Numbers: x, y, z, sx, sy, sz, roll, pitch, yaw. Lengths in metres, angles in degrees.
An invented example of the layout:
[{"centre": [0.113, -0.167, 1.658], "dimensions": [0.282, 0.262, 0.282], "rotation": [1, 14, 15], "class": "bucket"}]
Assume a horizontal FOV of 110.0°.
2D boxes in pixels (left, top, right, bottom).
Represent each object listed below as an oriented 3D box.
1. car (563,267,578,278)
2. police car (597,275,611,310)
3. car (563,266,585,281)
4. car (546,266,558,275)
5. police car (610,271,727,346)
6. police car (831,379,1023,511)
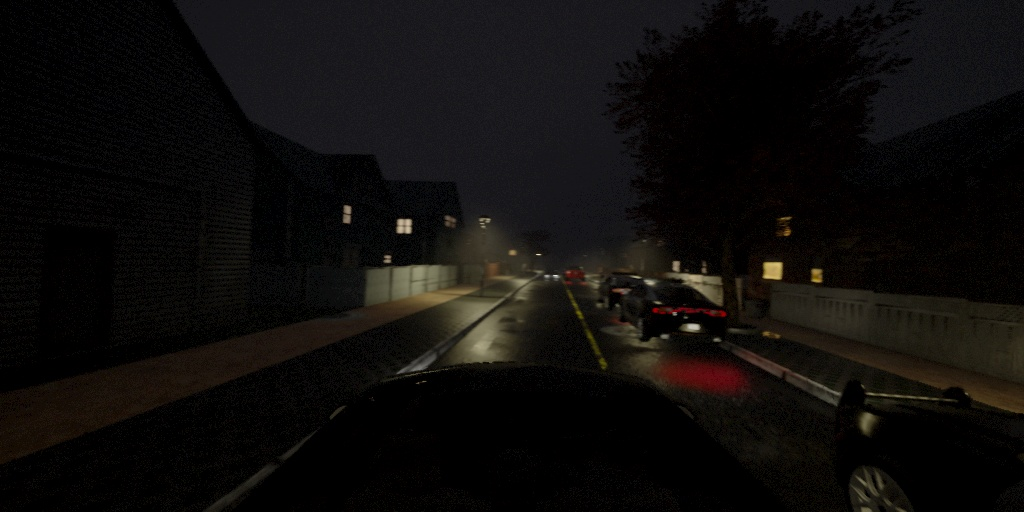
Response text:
[{"centre": [8.500, 2.372, 52.376], "dimensions": [1.994, 1.385, 4.181], "rotation": [2, -1, 7], "class": "car"}, {"centre": [5.180, 1.562, 16.792], "dimensions": [1.930, 1.638, 5.238], "rotation": [2, -1, 7], "class": "police car"}, {"centre": [7.293, 1.935, 41.483], "dimensions": [2.097, 1.767, 4.553], "rotation": [2, -1, 7], "class": "car"}, {"centre": [6.418, 2.333, 58.226], "dimensions": [1.812, 1.442, 4.674], "rotation": [2, -1, 7], "class": "car"}, {"centre": [4.483, 1.468, 10.833], "dimensions": [1.930, 1.638, 5.238], "rotation": [2, -1, 7], "class": "police car"}, {"centre": [3.321, 1.312, 0.902], "dimensions": [1.930, 1.638, 5.238], "rotation": [2, -1, 7], "class": "police car"}]
